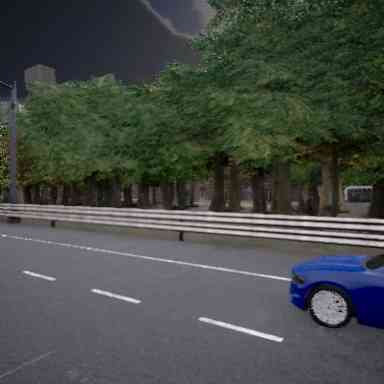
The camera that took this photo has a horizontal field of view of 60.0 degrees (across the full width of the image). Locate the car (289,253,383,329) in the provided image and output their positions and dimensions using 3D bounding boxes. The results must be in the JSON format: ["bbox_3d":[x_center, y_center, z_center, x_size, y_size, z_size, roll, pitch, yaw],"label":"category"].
[{"bbox_3d":[4.087,1.496,5.253,5.008,1.535,1.882,0,0,35],"label":"car"}]
